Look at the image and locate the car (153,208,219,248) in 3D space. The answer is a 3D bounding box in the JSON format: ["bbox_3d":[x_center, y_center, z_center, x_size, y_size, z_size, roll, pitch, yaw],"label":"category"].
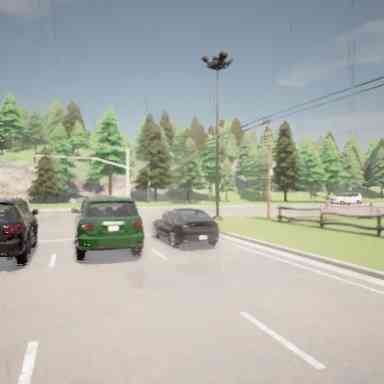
[{"bbox_3d":[-0.427,1.476,14.886,1.837,1.490,4.892,0,0,-21],"label":"car"}]

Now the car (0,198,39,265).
[{"bbox_3d":[-6.600,1.200,11.323,2.150,2.045,5.566,0,0,-21],"label":"car"}]

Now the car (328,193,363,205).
[{"bbox_3d":[24.515,1.125,53.066,5.566,2.045,2.150,0,0,-20],"label":"car"}]

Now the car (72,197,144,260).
[{"bbox_3d":[-3.336,1.197,12.724,2.150,2.045,5.566,0,0,-20],"label":"car"}]
